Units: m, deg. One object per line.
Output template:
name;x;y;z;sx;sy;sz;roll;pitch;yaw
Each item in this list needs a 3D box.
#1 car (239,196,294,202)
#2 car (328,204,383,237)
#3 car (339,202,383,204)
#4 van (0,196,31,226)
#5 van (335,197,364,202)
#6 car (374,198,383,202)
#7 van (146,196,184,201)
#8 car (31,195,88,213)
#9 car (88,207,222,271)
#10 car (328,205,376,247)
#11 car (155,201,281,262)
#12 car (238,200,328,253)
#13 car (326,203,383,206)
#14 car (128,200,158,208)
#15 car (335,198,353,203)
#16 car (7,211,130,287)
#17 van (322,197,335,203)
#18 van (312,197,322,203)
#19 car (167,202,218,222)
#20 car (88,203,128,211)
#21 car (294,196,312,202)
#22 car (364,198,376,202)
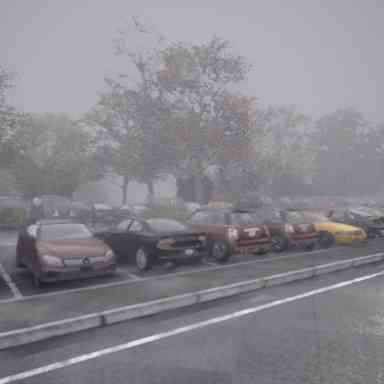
car;6.836;1.417;33.099;2.435;2.045;5.566;1;0;-35
car;7.543;1.594;17.577;2.231;1.521;4.892;1;0;-35
car;12.171;1.639;20.649;1.946;1.575;5.366;1;0;-35
van;-11.409;1.247;20.299;1.878;1.987;4.442;1;0;-35
van;18.181;1.567;41.070;1.878;1.987;4.442;1;0;-36
car;22.492;1.887;44.305;2.163;1.488;4.792;1;-1;-35
van;-2.380;1.344;26.721;1.878;1.987;4.442;1;0;-35
car;-9.067;1.246;21.786;2.435;2.045;5.566;1;0;-35
car;-1.507;1.496;11.141;2.097;1.535;5.008;1;0;-35
car;5.384;1.566;15.822;1.946;1.575;5.366;1;0;-35
car;0.772;1.395;12.730;2.185;1.767;4.553;1;0;-35
car;3.034;1.419;14.339;2.185;1.767;4.553;1;0;-35
car;9.797;1.619;19.196;2.231;1.521;4.892;1;0;-35
car;-4.467;1.587;25.090;2.002;1.452;4.674;1;0;-35
car;15.843;1.765;39.547;2.097;1.535;5.008;1;0;-35
car;-3.774;1.512;9.538;2.002;1.452;4.674;1;0;-35
van;13.524;1.515;38.033;1.878;1.987;4.442;1;0;-35
van;11.401;1.491;36.237;1.878;1.987;4.442;1;0;-35
car;-0.058;1.634;28.233;2.002;1.452;4.674;1;0;-35
car;-6.723;1.522;23.481;2.097;1.535;5.008;1;0;-35
car;9.094;1.441;34.705;2.435;2.045;5.566;1;0;-35
car;20.342;1.852;42.776;2.163;1.488;4.792;1;0;-35
